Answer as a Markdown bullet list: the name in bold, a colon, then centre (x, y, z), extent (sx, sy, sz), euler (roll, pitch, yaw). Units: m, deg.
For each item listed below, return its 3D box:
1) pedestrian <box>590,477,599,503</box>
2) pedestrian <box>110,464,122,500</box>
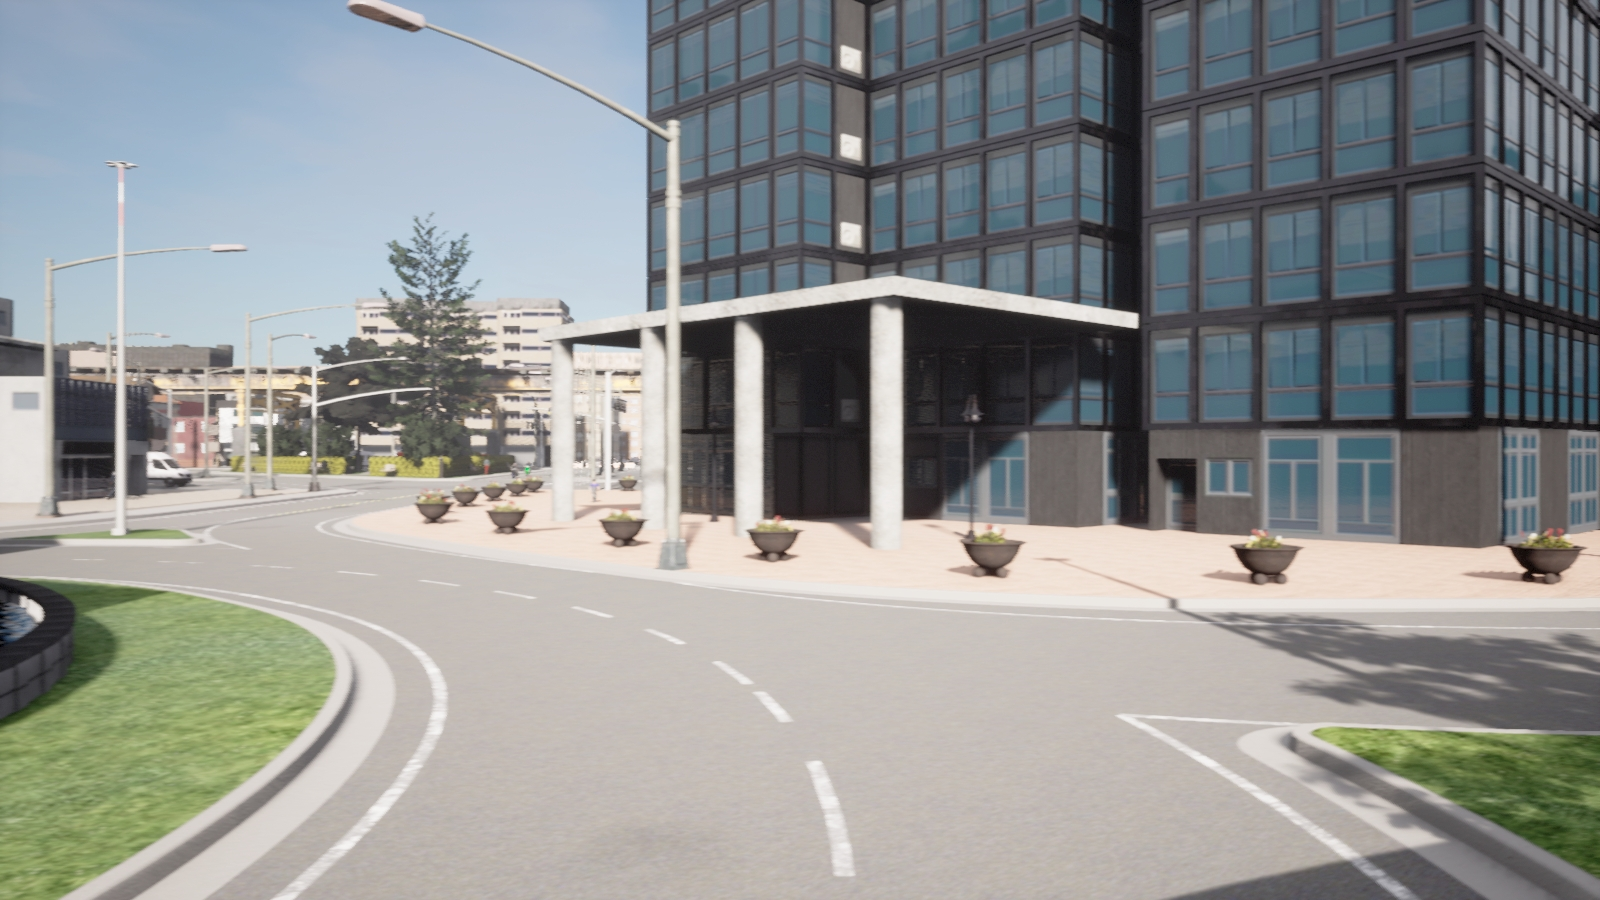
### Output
- **pedestrian**: centre (-10.470, 2.024, 58.158), extent (0.375, 1.300, 0.375), euler (0, 0, -22)
- **pedestrian**: centre (-35.700, 1.664, 59.622), extent (0.375, 1.860, 0.375), euler (0, 0, 19)
